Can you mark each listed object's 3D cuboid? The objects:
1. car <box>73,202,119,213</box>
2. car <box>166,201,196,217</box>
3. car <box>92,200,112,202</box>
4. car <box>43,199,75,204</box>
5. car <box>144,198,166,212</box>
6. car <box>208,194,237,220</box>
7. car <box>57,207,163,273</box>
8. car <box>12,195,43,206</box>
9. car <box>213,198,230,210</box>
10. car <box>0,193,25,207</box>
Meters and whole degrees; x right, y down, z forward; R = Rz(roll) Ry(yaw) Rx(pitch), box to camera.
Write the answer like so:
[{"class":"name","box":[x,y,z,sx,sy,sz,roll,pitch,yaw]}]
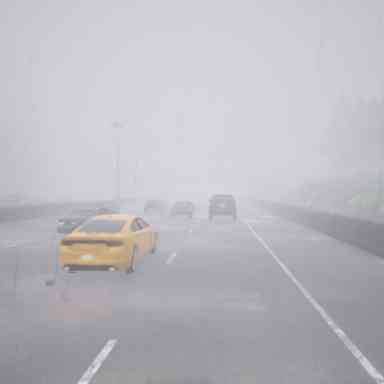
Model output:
[{"class":"car","box":[-5.290,1.516,17.962,2.033,1.411,5.357,0,0,5]},{"class":"car","box":[-0.759,1.496,30.377,2.033,1.411,5.357,0,0,5]},{"class":"car","box":[-7.852,1.454,29.521,1.837,1.490,4.892,0,0,5]},{"class":"car","box":[-17.344,1.525,44.244,1.895,1.301,4.718,0,0,5]},{"class":"car","box":[-3.831,1.442,35.734,1.837,1.490,4.892,0,-1,5]},{"class":"car","box":[2.519,1.176,27.532,2.150,2.045,5.566,0,0,5]},{"class":"car","box":[-2.375,1.459,10.681,1.882,1.535,5.008,0,0,5]},{"class":"car","box":[-20.931,1.489,43.406,1.994,1.385,4.181,0,0,5]},{"class":"car","box":[3.681,1.495,41.633,1.994,1.385,4.181,0,0,4]},{"class":"car","box":[-24.360,1.147,44.374,2.150,2.045,5.566,0,0,5]}]
